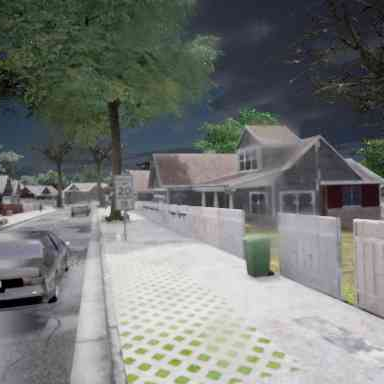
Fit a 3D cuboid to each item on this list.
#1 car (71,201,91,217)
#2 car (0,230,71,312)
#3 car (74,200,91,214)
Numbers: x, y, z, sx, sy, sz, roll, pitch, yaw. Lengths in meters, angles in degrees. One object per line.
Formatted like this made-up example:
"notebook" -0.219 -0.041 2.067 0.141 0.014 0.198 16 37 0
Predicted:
"car" -12.732 2.010 38.000 2.128 1.511 4.902 -2 -1 -16
"car" -4.104 1.667 8.101 2.033 1.411 5.357 -2 0 -16
"car" -15.545 2.055 47.496 2.097 1.767 4.553 -2 -1 -16
